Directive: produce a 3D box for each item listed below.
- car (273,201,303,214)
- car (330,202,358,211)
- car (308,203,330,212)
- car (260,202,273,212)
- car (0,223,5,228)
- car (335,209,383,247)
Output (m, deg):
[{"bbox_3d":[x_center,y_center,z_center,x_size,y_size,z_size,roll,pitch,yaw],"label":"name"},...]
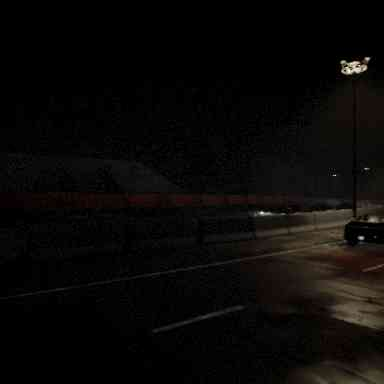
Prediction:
[{"bbox_3d":[13.228,2.048,44.897,1.882,1.535,5.008,0,-1,40],"label":"car"},{"bbox_3d":[19.003,2.037,40.888,1.837,1.490,4.892,0,-1,40],"label":"car"},{"bbox_3d":[17.245,2.116,44.195,2.033,1.411,5.357,0,-1,40],"label":"car"},{"bbox_3d":[11.611,2.174,48.401,1.994,1.385,4.181,0,-1,40],"label":"car"},{"bbox_3d":[-10.621,1.696,13.645,5.357,1.411,2.033,1,-1,-35],"label":"car"},{"bbox_3d":[8.787,1.695,15.274,4.902,1.511,2.128,1,-1,-41],"label":"car"}]
